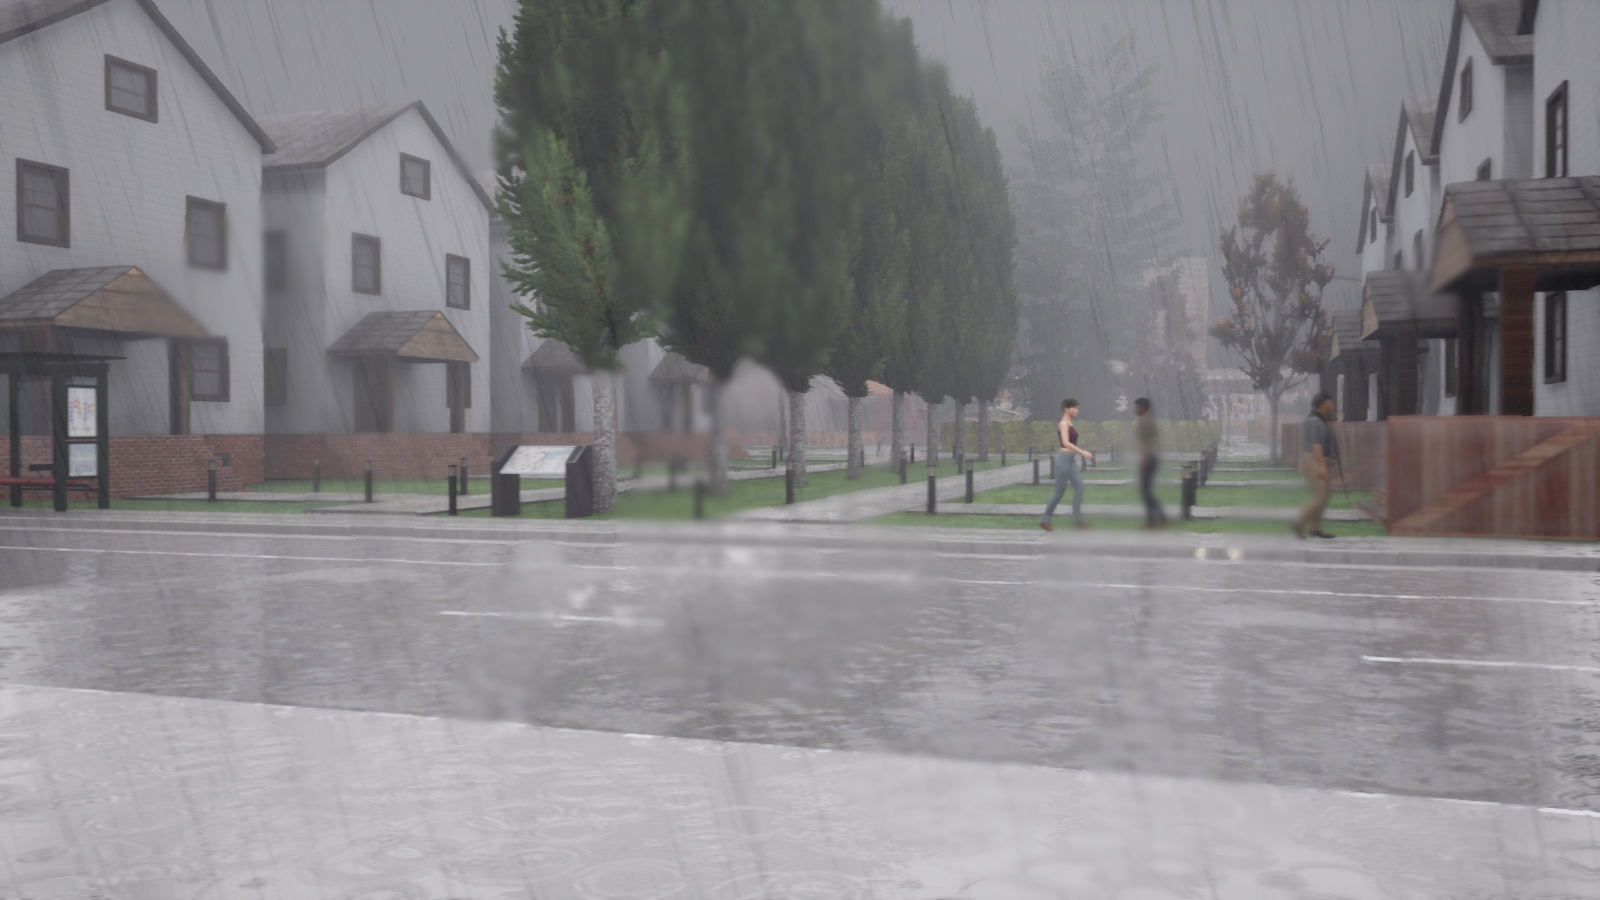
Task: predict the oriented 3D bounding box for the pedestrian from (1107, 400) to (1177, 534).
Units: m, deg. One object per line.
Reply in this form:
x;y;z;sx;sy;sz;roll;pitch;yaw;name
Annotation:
4.712;0.225;17.317;0.869;1.805;0.328;1;1;25;pedestrian

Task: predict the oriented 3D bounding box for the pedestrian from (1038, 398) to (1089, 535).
3.605;0.218;17.204;0.594;1.836;0.345;1;1;31;pedestrian

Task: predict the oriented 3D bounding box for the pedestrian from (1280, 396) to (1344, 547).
6.433;0.253;15.773;0.694;1.848;0.540;1;1;26;pedestrian
